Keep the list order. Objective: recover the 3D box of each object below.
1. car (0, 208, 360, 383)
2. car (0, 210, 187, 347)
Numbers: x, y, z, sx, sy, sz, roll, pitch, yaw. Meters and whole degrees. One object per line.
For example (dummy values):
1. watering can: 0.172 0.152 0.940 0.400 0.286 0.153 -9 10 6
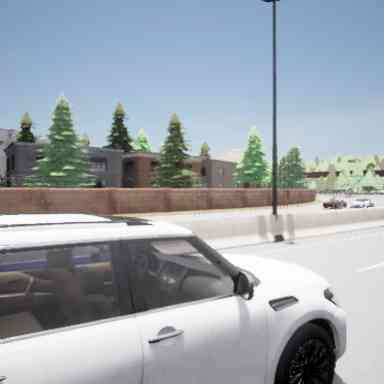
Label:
1. car: -0.868 1.218 3.131 5.566 2.045 2.150 0 0 -35
2. car: -2.571 1.347 6.214 4.553 1.767 2.097 0 0 -35
